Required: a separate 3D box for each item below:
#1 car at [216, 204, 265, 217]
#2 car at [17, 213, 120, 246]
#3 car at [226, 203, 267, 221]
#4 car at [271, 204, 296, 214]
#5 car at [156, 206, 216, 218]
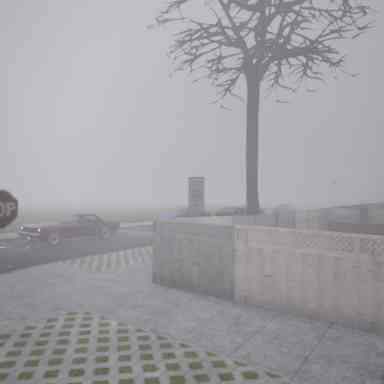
[{"bbox_3d":[3.418,1.835,24.608,1.837,1.490,4.892,0,-1,35],"label":"car"},{"bbox_3d":[-5.914,1.748,16.429,1.895,1.301,4.718,0,-1,35],"label":"car"},{"bbox_3d":[5.438,1.901,32.548,1.882,1.535,5.008,0,-1,35],"label":"car"},{"bbox_3d":[11.237,2.125,40.745,1.994,1.385,4.181,0,0,35],"label":"car"},{"bbox_3d":[-0.571,1.755,24.025,1.882,1.535,5.008,0,-1,35],"label":"car"}]
